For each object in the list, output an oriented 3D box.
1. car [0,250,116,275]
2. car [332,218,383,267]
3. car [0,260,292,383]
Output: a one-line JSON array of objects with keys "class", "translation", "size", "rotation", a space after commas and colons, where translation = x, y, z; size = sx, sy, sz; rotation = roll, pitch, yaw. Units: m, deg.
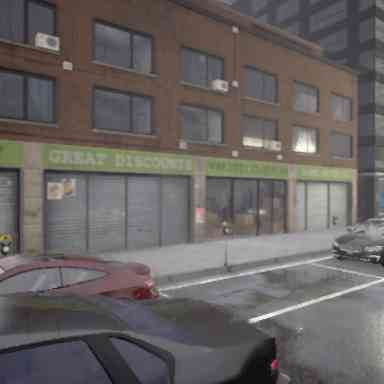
[{"class": "car", "translation": [-2.492, 1.585, 4.873], "size": [4.206, 1.307, 1.802], "rotation": [0, 0, -36]}, {"class": "car", "translation": [6.549, 1.597, 11.324], "size": [4.403, 1.369, 2.008], "rotation": [0, 0, -36]}, {"class": "car", "translation": [-1.664, 1.546, 2.176], "size": [5.357, 1.411, 2.033], "rotation": [0, 0, -35]}]
